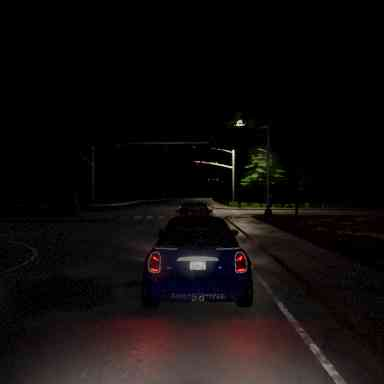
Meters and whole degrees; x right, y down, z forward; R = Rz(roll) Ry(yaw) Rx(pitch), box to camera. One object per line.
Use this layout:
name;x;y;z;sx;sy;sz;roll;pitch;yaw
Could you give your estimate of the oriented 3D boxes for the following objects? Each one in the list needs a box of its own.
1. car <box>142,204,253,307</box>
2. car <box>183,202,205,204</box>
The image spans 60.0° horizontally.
car;0.106;1.347;8.116;2.097;1.767;4.553;0;0;0
car;0.116;1.338;18.237;2.097;1.767;4.553;0;0;0
